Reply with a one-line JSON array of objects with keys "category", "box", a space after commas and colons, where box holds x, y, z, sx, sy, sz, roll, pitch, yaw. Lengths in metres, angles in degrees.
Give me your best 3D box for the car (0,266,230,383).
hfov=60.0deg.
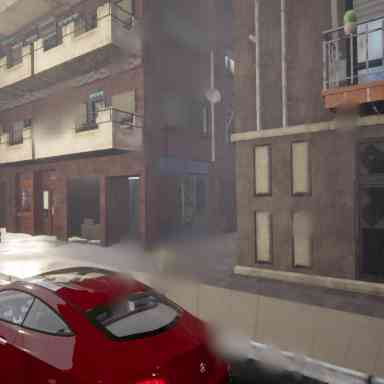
[{"category": "car", "box": [-1.566, 1.583, 3.970, 4.206, 1.307, 1.802, 0, -1, 36]}]
